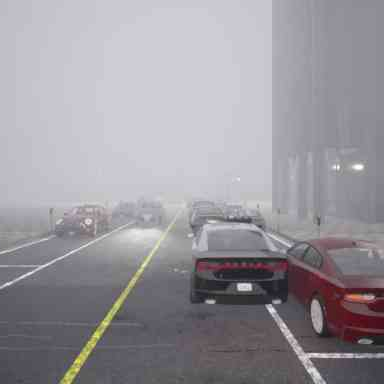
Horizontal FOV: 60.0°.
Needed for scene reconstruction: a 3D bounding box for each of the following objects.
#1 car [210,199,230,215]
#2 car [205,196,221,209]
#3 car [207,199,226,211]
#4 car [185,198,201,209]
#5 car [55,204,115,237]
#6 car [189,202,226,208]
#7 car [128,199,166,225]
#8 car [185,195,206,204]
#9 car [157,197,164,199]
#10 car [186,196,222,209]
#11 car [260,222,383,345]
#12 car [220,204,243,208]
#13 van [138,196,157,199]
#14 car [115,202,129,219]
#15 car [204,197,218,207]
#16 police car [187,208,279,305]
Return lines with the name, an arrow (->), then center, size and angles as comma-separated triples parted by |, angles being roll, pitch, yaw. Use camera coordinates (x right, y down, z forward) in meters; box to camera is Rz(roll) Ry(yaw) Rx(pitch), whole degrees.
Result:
car -> 2.866, 1.512, 34.822 | 1.752, 1.417, 4.829 | 0, 0, 0
car -> 2.900, 1.417, 45.934 | 1.967, 1.590, 4.097 | 0, 0, 0
car -> 2.883, 1.533, 40.293 | 2.008, 1.369, 4.403 | 0, 0, 0
car -> 0.169, 1.525, 45.849 | 2.033, 1.411, 5.357 | 0, 0, 1
car -> -5.713, 1.437, 17.754 | 1.967, 1.590, 4.097 | 0, 0, 0
car -> 0.891, 1.502, 18.190 | 1.837, 1.490, 4.892 | 0, 0, 0
car -> -2.926, 1.485, 24.168 | 2.128, 1.511, 4.902 | 0, 0, 0
car -> 0.762, 1.447, 64.739 | 1.882, 1.535, 5.008 | 0, 0, 32
car -> -5.590, 1.516, 57.241 | 2.008, 1.369, 4.403 | 0, 0, 0
car -> 0.821, 1.346, 24.161 | 2.097, 1.767, 4.553 | 0, 0, 0
car -> 2.778, 1.544, 6.449 | 1.887, 1.381, 4.507 | 0, 0, 0
car -> 2.813, 1.548, 17.730 | 2.008, 1.369, 4.403 | 0, 0, 0
van -> -5.643, 1.323, 40.318 | 1.690, 1.788, 3.998 | 0, 0, 0
car -> -5.677, 1.557, 29.037 | 1.947, 1.339, 4.313 | 0, 0, 0
car -> 2.918, 1.522, 51.575 | 2.008, 1.369, 4.403 | 0, 0, 0
police car -> 0.911, 1.426, 8.300 | 1.930, 1.638, 5.238 | 0, 0, 0
